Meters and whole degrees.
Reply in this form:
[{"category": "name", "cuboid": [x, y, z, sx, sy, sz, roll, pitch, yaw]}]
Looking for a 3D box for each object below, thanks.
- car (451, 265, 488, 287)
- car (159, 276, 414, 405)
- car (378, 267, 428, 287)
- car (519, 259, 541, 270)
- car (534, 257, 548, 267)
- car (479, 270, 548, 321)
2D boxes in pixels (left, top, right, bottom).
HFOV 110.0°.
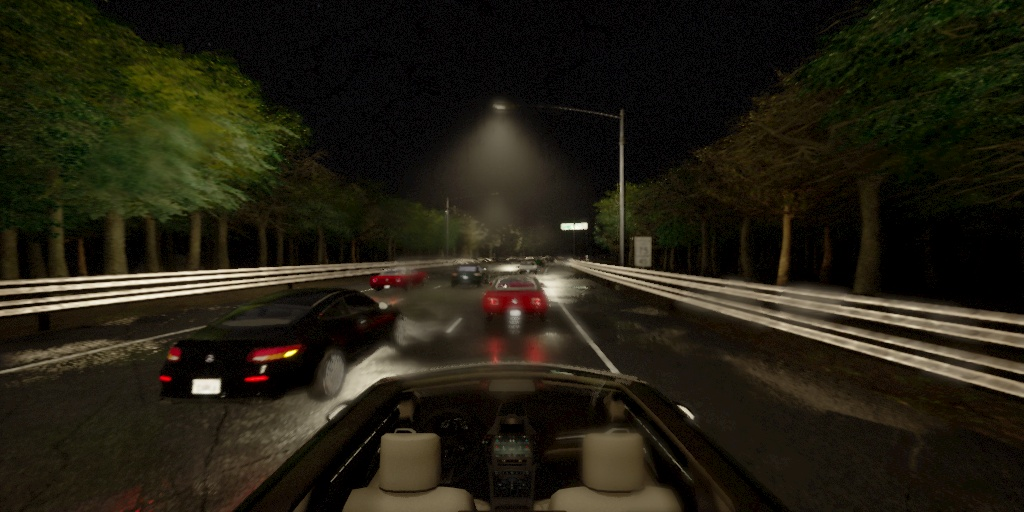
[{"category": "car", "cuboid": [-2.705, 1.261, 23.766, 1.994, 1.385, 4.181, 0, 0, 3]}, {"category": "car", "cuboid": [-3.336, 1.266, 6.254, 1.812, 1.442, 4.674, 0, 0, 1]}, {"category": "car", "cuboid": [-6.379, 1.306, 20.865, 1.895, 1.301, 4.718, 0, 0, 3]}, {"category": "car", "cuboid": [1.886, 1.257, 39.467, 1.895, 1.301, 4.718, 0, 0, 6]}, {"category": "car", "cuboid": [4.553, 0.949, 60.752, 2.097, 1.767, 4.553, 0, 0, 9]}, {"category": "car", "cuboid": [0.169, 1.326, 12.398, 1.895, 1.301, 4.718, 0, 0, 2]}]
